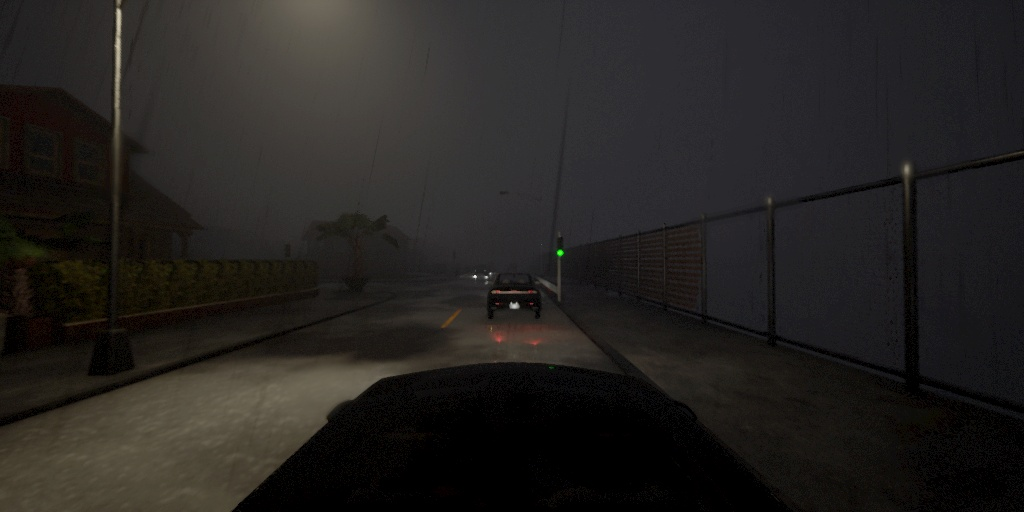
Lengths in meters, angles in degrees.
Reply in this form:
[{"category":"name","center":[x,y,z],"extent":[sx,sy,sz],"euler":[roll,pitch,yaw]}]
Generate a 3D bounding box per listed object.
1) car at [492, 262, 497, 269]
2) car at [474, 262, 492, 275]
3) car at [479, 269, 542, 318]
[{"category":"car","center":[-4.101,2.058,59.144],"extent":[2.033,1.411,5.357],"euler":[0,-1,0]},{"category":"car","center":[-4.116,1.885,49.280],"extent":[1.837,1.490,4.892],"euler":[0,-1,0]},{"category":"car","center":[0.081,1.401,13.725],"extent":[2.128,1.511,4.902],"euler":[0,-1,0]}]
